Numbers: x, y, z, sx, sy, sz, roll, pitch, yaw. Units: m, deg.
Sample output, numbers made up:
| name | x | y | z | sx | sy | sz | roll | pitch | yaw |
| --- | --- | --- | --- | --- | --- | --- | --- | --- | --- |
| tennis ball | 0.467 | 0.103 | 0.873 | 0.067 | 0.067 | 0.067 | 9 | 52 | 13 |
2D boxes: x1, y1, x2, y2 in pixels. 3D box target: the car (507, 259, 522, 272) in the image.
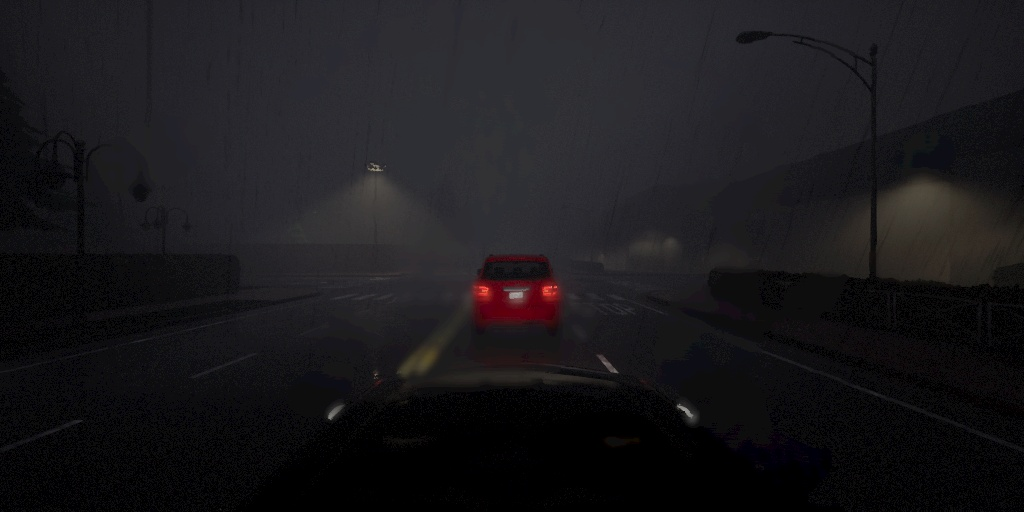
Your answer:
| name | x | y | z | sx | sy | sz | roll | pitch | yaw |
| --- | --- | --- | --- | --- | --- | --- | --- | --- | --- |
| car | 0.353 | 1.228 | 46.386 | 1.882 | 1.535 | 5.008 | 0 | 0 | 1 |

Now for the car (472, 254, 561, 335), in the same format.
| name | x | y | z | sx | sy | sz | roll | pitch | yaw |
| --- | --- | --- | --- | --- | --- | --- | --- | --- | --- |
| car | 0.118 | 0.971 | 10.613 | 2.150 | 2.045 | 5.566 | 0 | 0 | 0 |
